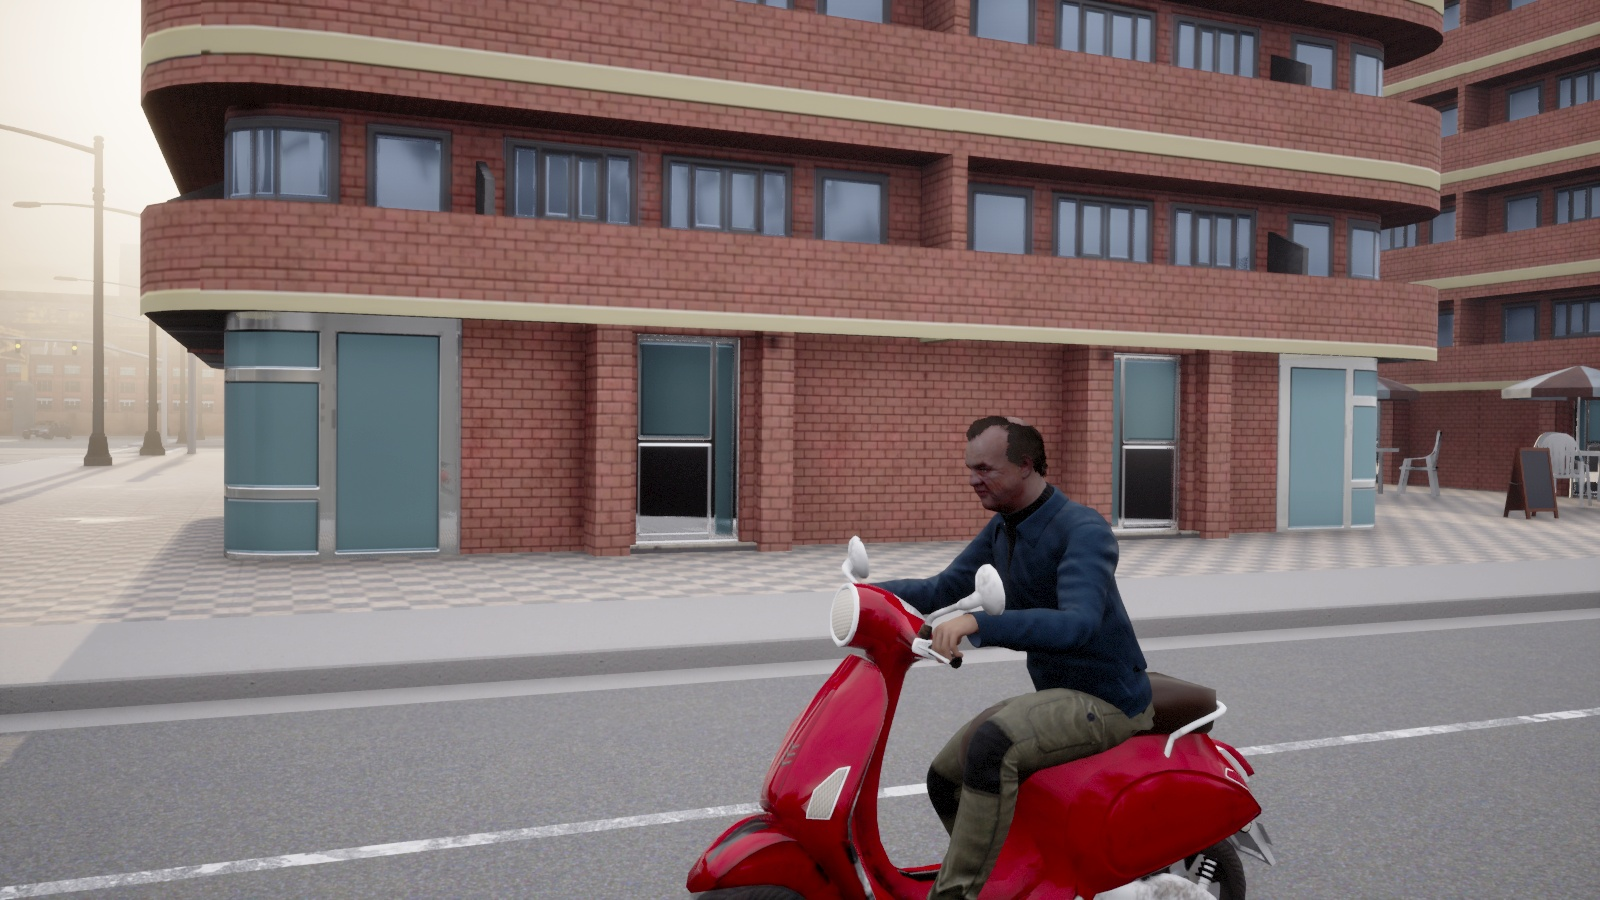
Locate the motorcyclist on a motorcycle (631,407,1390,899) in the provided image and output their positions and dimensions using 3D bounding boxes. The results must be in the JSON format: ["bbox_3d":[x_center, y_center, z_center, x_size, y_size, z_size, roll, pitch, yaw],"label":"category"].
[{"bbox_3d":[0.546,0.691,3.382,1.817,1.590,0.866,-1,1,-21],"label":"motorcyclist on a motorcycle"}]

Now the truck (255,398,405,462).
[{"bbox_3d":[-27.304,-1.214,73.036,7.936,3.462,2.891,-2,1,-23],"label":"truck"}]
